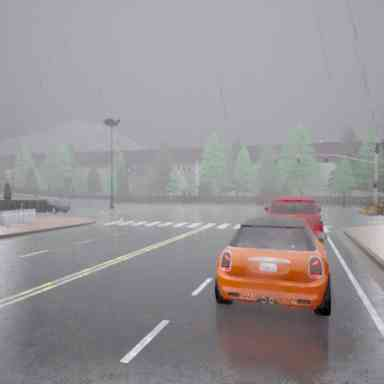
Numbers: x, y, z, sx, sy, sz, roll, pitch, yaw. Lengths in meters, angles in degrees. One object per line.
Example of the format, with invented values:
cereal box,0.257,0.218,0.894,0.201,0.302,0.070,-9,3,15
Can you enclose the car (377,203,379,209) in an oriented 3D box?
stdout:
car,23.869,1.468,38.567,5.008,1.535,1.882,0,0,16

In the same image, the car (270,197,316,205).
car,4.271,1.218,14.150,2.150,2.045,5.566,0,0,16

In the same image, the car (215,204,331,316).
car,2.056,1.350,7.890,2.097,1.767,4.553,0,0,19

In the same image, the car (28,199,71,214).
car,-15.227,1.496,35.212,4.892,1.490,1.837,0,0,18

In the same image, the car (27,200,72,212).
car,-16.814,1.586,39.324,4.718,1.301,1.895,0,0,16
